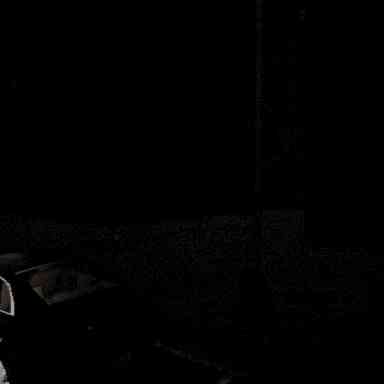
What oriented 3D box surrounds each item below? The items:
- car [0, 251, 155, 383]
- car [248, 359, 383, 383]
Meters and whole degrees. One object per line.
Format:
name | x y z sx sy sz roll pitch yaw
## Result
car | -2.508 1.530 4.737 4.403 1.369 2.008 0 1 35
car | 2.113 1.587 1.451 4.206 1.307 1.802 0 1 35
